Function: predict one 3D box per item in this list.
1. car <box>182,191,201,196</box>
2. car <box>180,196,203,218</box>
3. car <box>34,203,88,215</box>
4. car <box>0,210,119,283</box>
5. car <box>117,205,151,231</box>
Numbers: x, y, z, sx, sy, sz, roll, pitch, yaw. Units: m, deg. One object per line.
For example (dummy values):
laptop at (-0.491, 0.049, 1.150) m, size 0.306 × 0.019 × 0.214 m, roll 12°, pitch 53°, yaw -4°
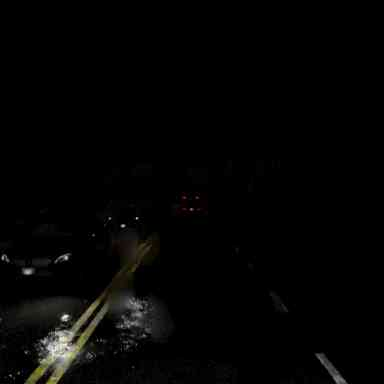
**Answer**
car at (-0.093, 0.926, 42.447) m, size 2.150 × 2.045 × 5.566 m, roll 0°, pitch 0°, yaw 1°
car at (-0.033, 1.357, 27.946) m, size 2.033 × 1.411 × 5.357 m, roll 0°, pitch 0°, yaw 0°
car at (-7.145, 1.358, 18.022) m, size 1.882 × 1.535 × 5.008 m, roll 0°, pitch 0°, yaw 0°
car at (-3.609, 1.461, 9.626) m, size 1.812 × 1.442 × 4.674 m, roll 0°, pitch 0°, yaw 0°
car at (-3.646, 1.467, 19.844) m, size 1.895 × 1.301 × 4.718 m, roll 0°, pitch 0°, yaw 0°
